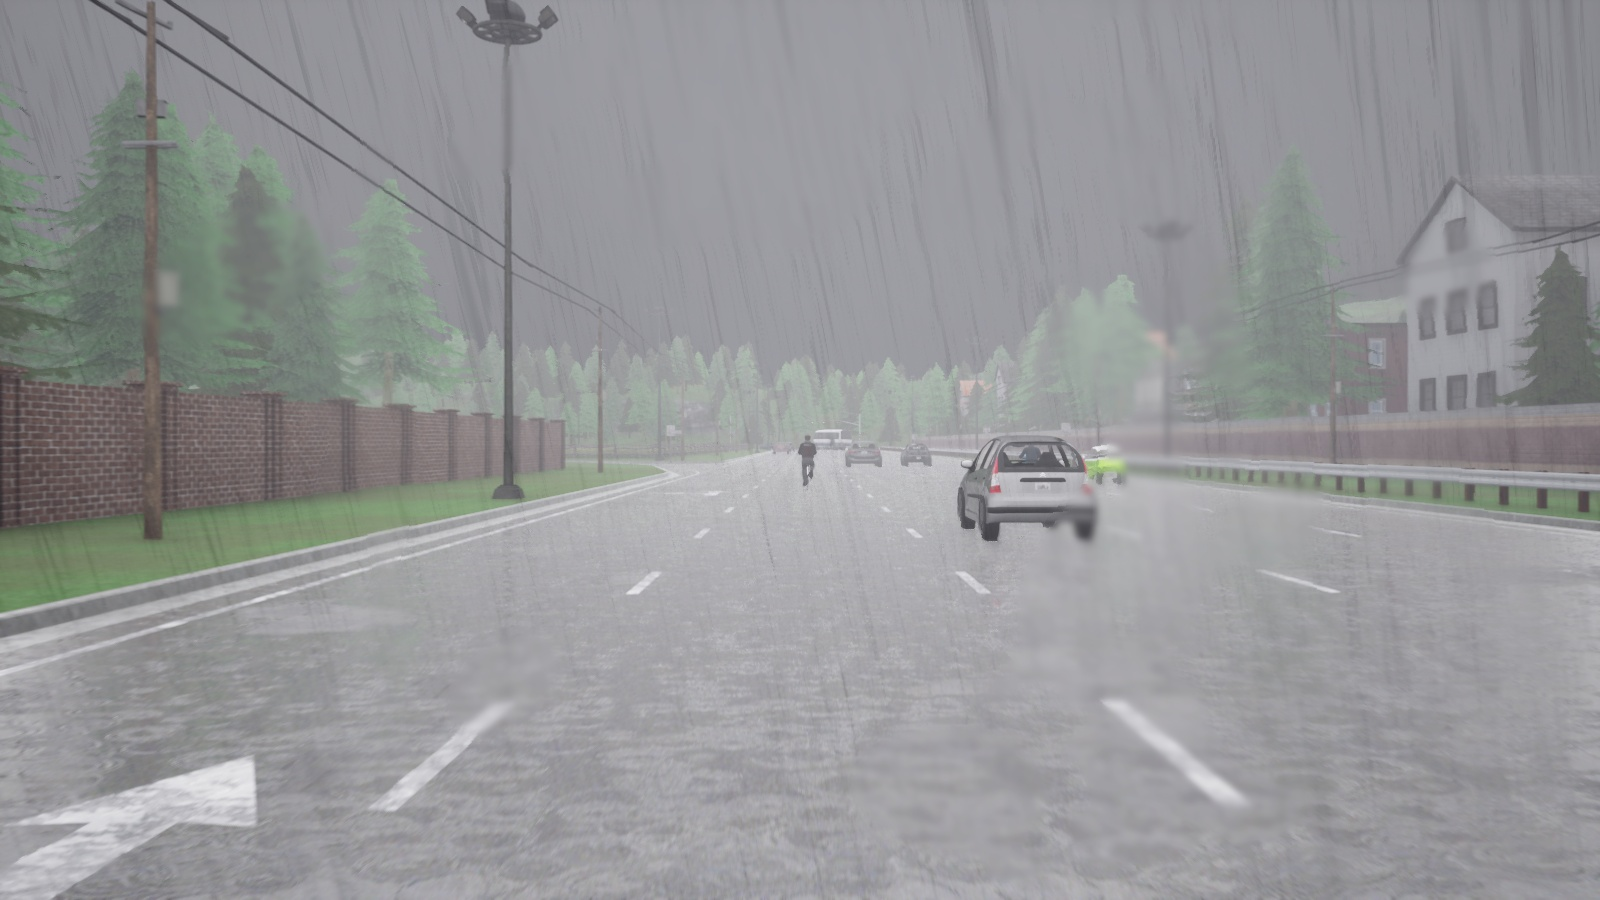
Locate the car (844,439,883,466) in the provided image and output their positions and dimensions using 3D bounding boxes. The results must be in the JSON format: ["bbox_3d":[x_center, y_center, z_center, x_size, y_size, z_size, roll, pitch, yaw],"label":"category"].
[{"bbox_3d":[3.967,0.148,79.081,2.242,1.667,4.611,0,0,0],"label":"car"}]

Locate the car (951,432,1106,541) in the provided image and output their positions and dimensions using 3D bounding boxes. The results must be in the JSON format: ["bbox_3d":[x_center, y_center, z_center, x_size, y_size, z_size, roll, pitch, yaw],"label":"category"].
[{"bbox_3d":[3.633,0.531,20.640,1.851,1.617,3.988,0,0,0],"label":"car"}]

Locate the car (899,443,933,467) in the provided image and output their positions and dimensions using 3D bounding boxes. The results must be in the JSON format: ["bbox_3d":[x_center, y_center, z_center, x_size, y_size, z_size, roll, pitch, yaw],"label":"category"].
[{"bbox_3d":[7.479,0.308,81.191,1.816,1.474,4.193,0,0,0],"label":"car"}]

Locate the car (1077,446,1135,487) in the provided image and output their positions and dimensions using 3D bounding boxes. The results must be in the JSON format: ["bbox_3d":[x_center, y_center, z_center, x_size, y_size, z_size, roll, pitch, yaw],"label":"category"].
[{"bbox_3d":[10.768,0.560,44.296,1.481,1.376,2.207,0,1,0],"label":"car"}]
